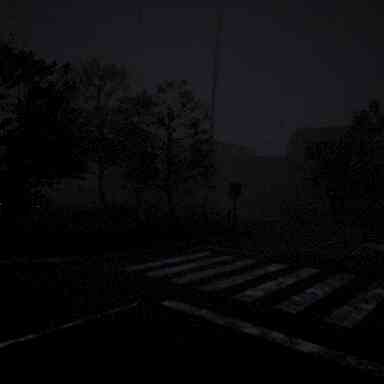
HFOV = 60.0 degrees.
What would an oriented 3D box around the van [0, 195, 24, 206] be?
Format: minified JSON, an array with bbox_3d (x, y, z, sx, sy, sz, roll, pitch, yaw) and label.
[{"bbox_3d":[-34.838,1.552,63.605,1.878,1.987,4.442,-2,-1,41],"label":"van"}]

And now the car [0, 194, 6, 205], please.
[{"bbox_3d":[-30.496,1.332,54.790,5.566,2.045,2.150,-1,-1,41],"label":"car"}]

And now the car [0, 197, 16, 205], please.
[{"bbox_3d":[-39.120,1.933,67.743,1.946,1.575,5.366,-2,-2,41],"label":"car"}]

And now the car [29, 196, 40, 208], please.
[{"bbox_3d":[-23.188,1.519,47.029,1.812,1.442,4.674,0,0,-32],"label":"car"}]

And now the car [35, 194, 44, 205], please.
[{"bbox_3d":[-30.112,1.394,59.605,2.435,2.045,5.566,-2,-1,41],"label":"car"}]
